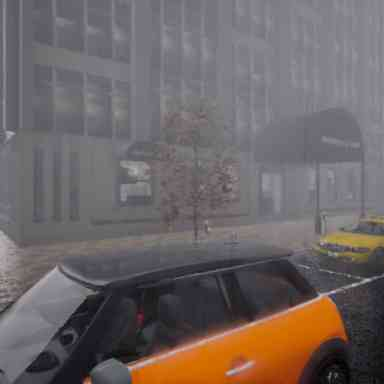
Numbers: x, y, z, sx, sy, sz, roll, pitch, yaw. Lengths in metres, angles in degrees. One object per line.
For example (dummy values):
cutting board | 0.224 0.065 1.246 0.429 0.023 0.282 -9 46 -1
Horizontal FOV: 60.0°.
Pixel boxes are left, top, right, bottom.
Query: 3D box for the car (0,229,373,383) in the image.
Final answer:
car | -0.662 1.343 2.905 4.553 1.767 2.097 -1 0 -35

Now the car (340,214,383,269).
car | 5.934 1.427 10.760 4.829 1.417 1.752 -1 1 -35
